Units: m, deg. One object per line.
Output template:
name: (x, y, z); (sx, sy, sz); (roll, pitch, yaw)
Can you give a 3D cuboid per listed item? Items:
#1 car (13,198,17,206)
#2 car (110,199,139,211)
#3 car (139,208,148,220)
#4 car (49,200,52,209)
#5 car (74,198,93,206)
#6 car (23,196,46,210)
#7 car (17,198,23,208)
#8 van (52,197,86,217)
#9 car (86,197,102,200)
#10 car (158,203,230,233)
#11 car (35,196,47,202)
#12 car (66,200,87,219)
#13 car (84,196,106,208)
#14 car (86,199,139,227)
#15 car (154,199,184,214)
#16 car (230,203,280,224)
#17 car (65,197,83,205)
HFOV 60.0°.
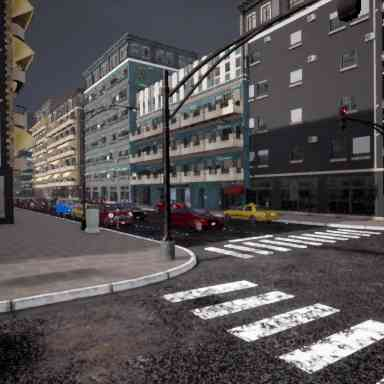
car: (-31.512, 1.782, 60.003); (1.887, 1.381, 4.507); (-1, 1, -36)
car: (-8.615, 1.581, 42.349); (2.008, 1.369, 4.403); (-1, 1, -36)
car: (-5.783, 1.630, 28.417); (2.033, 1.411, 5.357); (-1, 0, -35)
car: (-18.588, 1.648, 46.475); (1.837, 1.490, 4.892); (-1, 0, -35)
car: (-18.261, 1.643, 55.862); (1.947, 1.339, 4.313); (-1, 1, -36)
car: (-21.868, 1.627, 46.489); (1.967, 1.590, 4.097); (-1, 1, -36)
car: (-25.081, 1.769, 50.994); (1.947, 1.339, 4.313); (-1, 1, -36)
van: (-12.222, 1.483, 32.975); (1.690, 1.788, 3.998); (-1, 1, -36)
car: (-11.734, 1.615, 36.768); (1.837, 1.490, 4.892); (-1, 0, -35)
car: (0.035, 1.622, 20.268); (1.994, 1.385, 4.181); (-1, 0, -36)
car: (-37.554, 1.727, 82.889); (1.887, 1.381, 4.507); (-1, 1, -36)
car: (-8.905, 1.652, 28.334); (1.752, 1.417, 4.829); (-1, 1, -36)
car: (-15.047, 1.502, 51.357); (1.967, 1.590, 4.097); (-1, 1, -36)
car: (-5.790, 1.553, 23.968); (1.967, 1.590, 4.097); (-1, 1, -36)
car: (-2.185, 1.441, 33.340); (1.967, 1.590, 4.097); (-1, 1, -36)
car: (4.148, 1.498, 24.471); (1.752, 1.417, 4.829); (-1, 1, -36)
car: (-21.477, 1.645, 60.367); (2.008, 1.369, 4.403); (-1, 1, -36)
